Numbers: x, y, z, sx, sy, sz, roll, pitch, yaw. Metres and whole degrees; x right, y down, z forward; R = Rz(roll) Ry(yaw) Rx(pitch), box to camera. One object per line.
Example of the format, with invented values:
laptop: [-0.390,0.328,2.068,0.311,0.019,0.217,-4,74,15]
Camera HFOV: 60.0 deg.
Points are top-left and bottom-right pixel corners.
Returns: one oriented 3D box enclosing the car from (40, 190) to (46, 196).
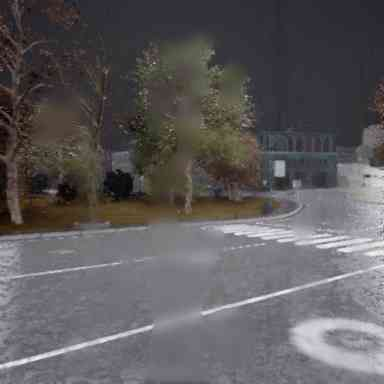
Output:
car: [-33.775,0.184,81.259,2.097,1.535,5.008,0,3,19]

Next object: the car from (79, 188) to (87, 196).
car: [-22.137,0.102,71.997,2.435,2.045,5.566,0,2,18]

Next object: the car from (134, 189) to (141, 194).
car: [-7.902,0.006,61.294,2.435,2.045,5.566,-2,1,16]

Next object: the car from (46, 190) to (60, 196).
car: [-31.523,0.229,79.217,1.946,1.575,5.366,0,3,19]

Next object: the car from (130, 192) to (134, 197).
car: [-10.297,0.172,63.007,2.185,1.767,4.553,-2,1,16]

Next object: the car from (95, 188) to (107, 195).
car: [-19.777,0.393,70.188,2.163,1.488,4.792,0,2,17]
